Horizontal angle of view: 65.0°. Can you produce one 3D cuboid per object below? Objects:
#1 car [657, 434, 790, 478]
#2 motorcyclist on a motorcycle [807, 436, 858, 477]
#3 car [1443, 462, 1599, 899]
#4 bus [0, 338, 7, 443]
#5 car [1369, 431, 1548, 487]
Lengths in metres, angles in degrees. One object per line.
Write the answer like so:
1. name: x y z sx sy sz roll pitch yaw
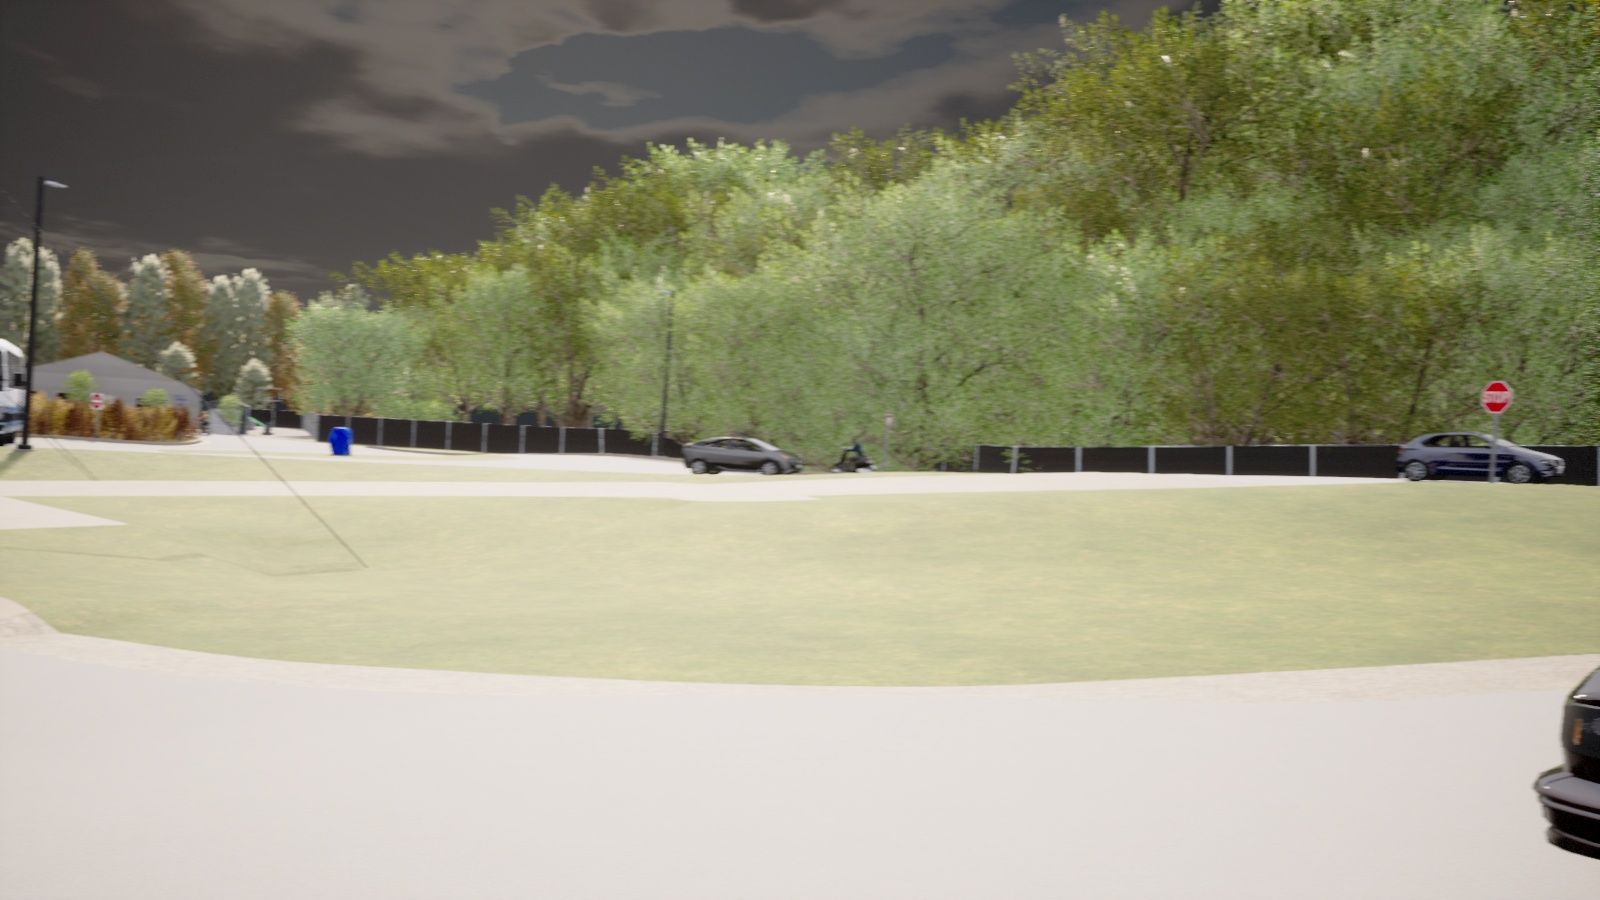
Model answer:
1. car: -2.857 0.203 47.153 4.514 1.525 2.007 1 0 16
2. motorcyclist on a motorcycle: 1.263 0.254 49.454 1.817 1.590 0.866 -1 -1 20
3. car: 4.798 0.788 4.767 5.357 1.411 2.033 0 2 -37
4. bus: -33.615 -2.387 48.965 3.944 4.253 10.273 2 1 -30
5. car: 19.002 0.214 36.349 1.816 1.474 4.193 0 1 -44
